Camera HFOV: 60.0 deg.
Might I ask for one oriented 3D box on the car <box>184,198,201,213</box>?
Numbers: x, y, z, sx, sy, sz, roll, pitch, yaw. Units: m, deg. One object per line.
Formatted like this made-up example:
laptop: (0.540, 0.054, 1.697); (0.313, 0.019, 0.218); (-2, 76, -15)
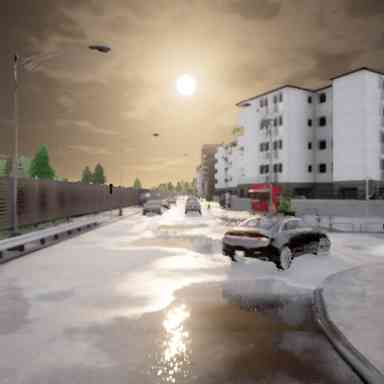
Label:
car: (0.101, 1.697, 38.705); (2.033, 1.411, 5.357); (0, 0, 0)

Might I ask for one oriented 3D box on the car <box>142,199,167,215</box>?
car: (-4.090, 1.642, 35.456); (1.837, 1.490, 4.892); (0, 0, 0)

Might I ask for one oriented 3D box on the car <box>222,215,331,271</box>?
car: (2.992, 1.535, 11.261); (2.128, 1.511, 4.902); (-1, -1, 42)

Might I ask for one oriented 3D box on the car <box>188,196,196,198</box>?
car: (0.023, 1.596, 63.375); (2.097, 1.767, 4.553); (0, 0, 0)

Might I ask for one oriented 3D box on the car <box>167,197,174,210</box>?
car: (-4.077, 1.730, 47.071); (2.033, 1.411, 5.357); (0, 0, 0)

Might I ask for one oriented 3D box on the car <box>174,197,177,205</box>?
car: (-4.000, 1.755, 64.790); (1.837, 1.490, 4.892); (0, -1, 0)
